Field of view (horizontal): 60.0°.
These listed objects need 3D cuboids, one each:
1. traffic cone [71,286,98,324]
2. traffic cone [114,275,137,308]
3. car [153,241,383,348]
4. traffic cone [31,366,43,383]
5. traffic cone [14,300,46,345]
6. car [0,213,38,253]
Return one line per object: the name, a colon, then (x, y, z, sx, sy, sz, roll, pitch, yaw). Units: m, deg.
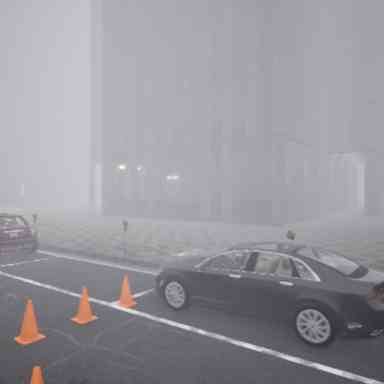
traffic cone: (-1.939, 1.993, 5.989, 0.340, 0.580, 0.340, 0, 0, 36)
traffic cone: (-1.353, 1.999, 6.799, 0.340, 0.580, 0.340, 0, 0, 36)
car: (1.216, 1.596, 6.231, 4.403, 1.369, 2.008, 0, 0, 36)
traffic cone: (-1.490, 1.976, 3.196, 0.340, 0.580, 0.340, 0, 0, 36)
traffic cone: (-2.525, 1.986, 5.178, 0.340, 0.580, 0.340, 0, 0, 36)
car: (-7.742, 1.510, 12.703, 4.097, 1.590, 1.967, 0, 0, 36)
